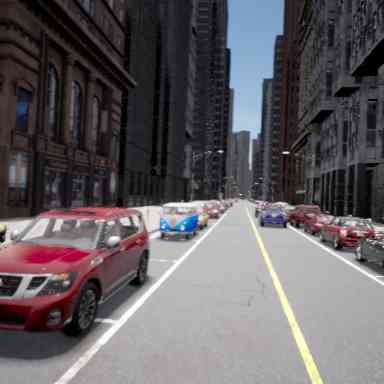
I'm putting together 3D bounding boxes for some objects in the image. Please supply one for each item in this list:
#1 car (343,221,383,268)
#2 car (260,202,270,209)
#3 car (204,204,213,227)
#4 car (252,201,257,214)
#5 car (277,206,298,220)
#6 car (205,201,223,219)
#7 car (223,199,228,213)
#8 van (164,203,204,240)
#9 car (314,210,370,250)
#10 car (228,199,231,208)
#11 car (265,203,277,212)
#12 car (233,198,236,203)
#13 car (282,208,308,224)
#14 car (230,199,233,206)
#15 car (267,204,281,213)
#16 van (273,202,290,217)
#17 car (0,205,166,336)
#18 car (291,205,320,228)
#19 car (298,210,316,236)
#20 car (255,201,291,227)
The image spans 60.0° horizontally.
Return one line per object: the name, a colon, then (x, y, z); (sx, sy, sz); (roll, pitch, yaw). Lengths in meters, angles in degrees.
car: (6.949, 1.968, 11.194); (2.008, 1.369, 4.403); (3, -1, 9)
car: (16.930, 3.090, 77.664); (1.887, 1.381, 4.507); (3, -1, 9)
car: (0.164, 1.767, 23.361); (1.752, 1.417, 4.829); (3, -1, 9)
car: (8.551, 2.276, 40.143); (2.128, 1.511, 4.902); (2, 0, 9)
car: (11.134, 2.411, 39.058); (1.752, 1.417, 4.829); (3, -1, 9)
car: (1.857, 1.871, 34.608); (1.967, 1.590, 4.097); (3, -1, 9)
car: (3.520, 2.059, 45.686); (1.967, 1.590, 4.097); (3, -1, 9)
van: (-0.633, 1.493, 17.992); (1.690, 1.788, 3.998); (3, -1, 9)
car: (7.786, 1.949, 16.734); (1.967, 1.590, 4.097); (3, -1, 9)
car: (5.178, 2.373, 56.762); (1.947, 1.339, 4.313); (3, -1, 9)
car: (14.433, 2.842, 61.046); (1.802, 1.307, 4.206); (3, -1, 9)
car: (9.348, 2.598, 84.459); (2.192, 1.841, 5.009); (3, -1, 9)
car: (10.275, 2.371, 33.351); (1.802, 1.307, 4.206); (3, -1, 9)
car: (6.842, 2.547, 67.840); (2.008, 1.369, 4.403); (3, -1, 9)
car: (13.602, 2.747, 55.508); (1.802, 1.307, 4.206); (3, -1, 9)
van: (11.949, 2.318, 44.431); (1.690, 1.788, 3.998); (3, -1, 9)
car: (-2.296, 1.283, 6.915); (2.192, 1.841, 5.009); (3, -1, 9)
car: (9.455, 2.011, 27.814); (2.192, 1.841, 5.009); (3, -1, 9)
car: (8.611, 2.184, 22.272); (1.802, 1.307, 4.206); (3, -1, 9)
car: (6.804, 1.935, 28.273); (2.097, 1.767, 4.553); (2, -1, 9)
